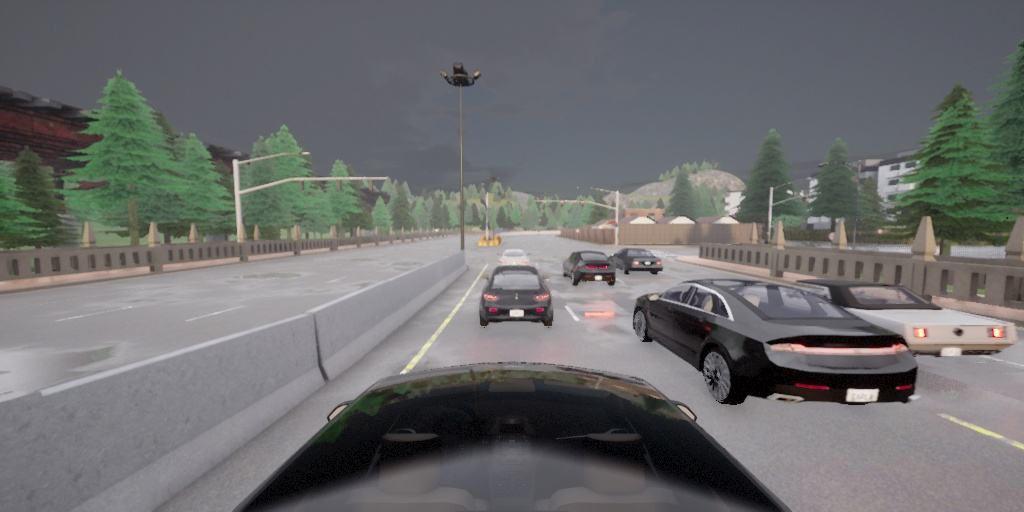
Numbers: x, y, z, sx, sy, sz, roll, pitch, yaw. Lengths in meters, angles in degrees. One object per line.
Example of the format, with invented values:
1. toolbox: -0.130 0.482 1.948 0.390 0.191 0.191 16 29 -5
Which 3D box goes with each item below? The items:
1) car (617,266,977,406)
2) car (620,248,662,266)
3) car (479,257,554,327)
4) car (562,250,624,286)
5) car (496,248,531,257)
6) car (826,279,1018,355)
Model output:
1. car: 3.597 1.126 6.078 2.128 1.511 4.902 0 2 0
2. car: 7.137 0.232 21.213 2.033 1.411 5.357 0 4 1
3. car: 0.104 0.983 10.262 1.812 1.442 4.674 0 3 0
4. car: 3.604 0.483 17.336 1.837 1.490 4.892 0 4 0
5. car: 0.102 0.280 20.289 1.812 1.442 4.674 0 4 0
6. car: 7.105 1.163 8.000 1.895 1.301 4.718 0 2 0
